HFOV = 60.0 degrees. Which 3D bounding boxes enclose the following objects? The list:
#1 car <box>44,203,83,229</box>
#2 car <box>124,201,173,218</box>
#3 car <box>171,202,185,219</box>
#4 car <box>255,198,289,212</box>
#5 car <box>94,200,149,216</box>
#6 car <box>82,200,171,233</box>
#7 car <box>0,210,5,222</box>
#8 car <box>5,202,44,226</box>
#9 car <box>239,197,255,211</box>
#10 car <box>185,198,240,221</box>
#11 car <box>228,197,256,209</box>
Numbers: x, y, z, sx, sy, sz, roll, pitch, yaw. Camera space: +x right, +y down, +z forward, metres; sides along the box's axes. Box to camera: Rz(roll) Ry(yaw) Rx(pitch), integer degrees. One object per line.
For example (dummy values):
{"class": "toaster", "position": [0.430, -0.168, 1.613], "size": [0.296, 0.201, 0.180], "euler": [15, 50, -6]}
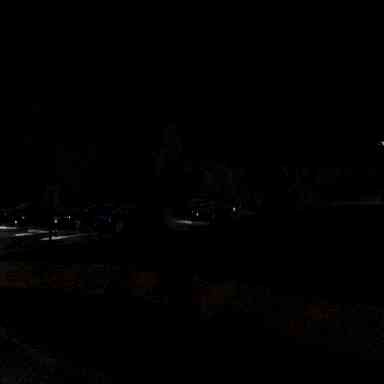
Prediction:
{"class": "car", "position": [-6.725, 1.491, 21.938], "size": [2.128, 1.511, 4.902], "euler": [0, 0, 36]}
{"class": "car", "position": [-4.033, 1.601, 31.581], "size": [1.895, 1.301, 4.718], "euler": [0, 0, 36]}
{"class": "car", "position": [-1.265, 1.601, 29.434], "size": [1.895, 1.301, 4.718], "euler": [0, 0, 36]}
{"class": "car", "position": [9.515, 1.478, 38.280], "size": [1.882, 1.535, 5.008], "euler": [0, 0, 36]}
{"class": "car", "position": [-6.970, 1.547, 33.492], "size": [2.033, 1.411, 5.357], "euler": [0, 0, 36]}
{"class": "car", "position": [-3.760, 1.478, 20.064], "size": [1.882, 1.535, 5.008], "euler": [0, 0, 36]}
{"class": "car", "position": [-12.614, 1.526, 25.742], "size": [1.812, 1.442, 4.674], "euler": [0, 0, 36]}
{"class": "car", "position": [-9.817, 1.547, 23.637], "size": [2.033, 1.411, 5.357], "euler": [0, 0, 36]}
{"class": "car", "position": [7.051, 1.501, 40.841], "size": [1.837, 1.490, 4.892], "euler": [0, 1, 36]}
{"class": "car", "position": [1.825, 1.505, 27.735], "size": [1.837, 1.490, 4.892], "euler": [0, 0, 36]}
{"class": "car", "position": [7.059, 1.506, 46.770], "size": [1.837, 1.490, 4.892], "euler": [0, 0, 36]}
